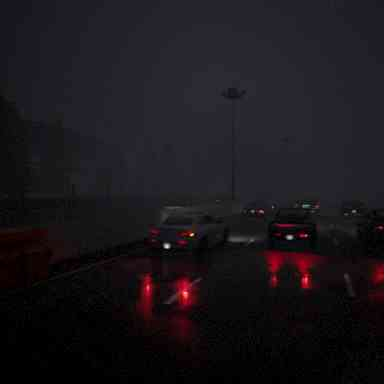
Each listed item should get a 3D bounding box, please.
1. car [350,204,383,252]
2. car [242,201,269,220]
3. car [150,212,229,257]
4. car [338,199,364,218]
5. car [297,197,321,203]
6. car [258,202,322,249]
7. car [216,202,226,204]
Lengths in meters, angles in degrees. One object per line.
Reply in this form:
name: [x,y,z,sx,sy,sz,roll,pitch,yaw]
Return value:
car: [7.774,1.443,13.255,2.128,1.511,4.902,0,0,22]
car: [5.305,1.444,26.321,2.033,1.411,5.357,0,0,22]
car: [0.050,1.473,12.768,1.812,1.442,4.674,0,0,22]
car: [13.764,1.371,28.687,1.882,1.535,5.008,0,0,21]
car: [9.830,1.243,28.242,2.097,1.767,4.553,0,0,22]
car: [4.502,1.436,14.498,2.128,1.511,4.902,0,0,22]
car: [4.770,1.174,44.428,2.097,1.767,4.553,0,0,23]
